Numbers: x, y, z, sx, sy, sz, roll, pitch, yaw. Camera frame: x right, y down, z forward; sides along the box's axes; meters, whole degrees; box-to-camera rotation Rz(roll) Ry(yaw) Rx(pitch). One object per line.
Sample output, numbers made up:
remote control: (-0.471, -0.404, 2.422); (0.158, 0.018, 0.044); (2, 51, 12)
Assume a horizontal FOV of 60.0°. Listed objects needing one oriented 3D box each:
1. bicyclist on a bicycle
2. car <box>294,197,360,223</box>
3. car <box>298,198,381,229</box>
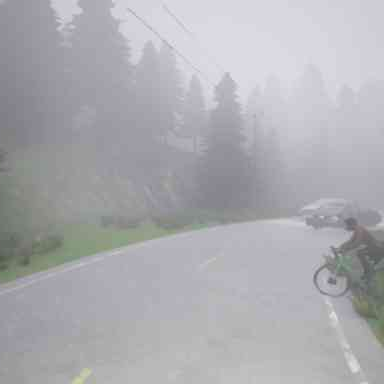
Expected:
bicyclist on a bicycle: (3.262, 1.322, 6.497); (1.656, 1.620, 0.582); (0, 1, 19)
car: (9.071, 1.128, 22.166); (4.674, 1.442, 1.812); (-1, 1, -35)
car: (7.995, 1.203, 17.332); (5.357, 1.411, 2.033); (-1, 2, -41)
